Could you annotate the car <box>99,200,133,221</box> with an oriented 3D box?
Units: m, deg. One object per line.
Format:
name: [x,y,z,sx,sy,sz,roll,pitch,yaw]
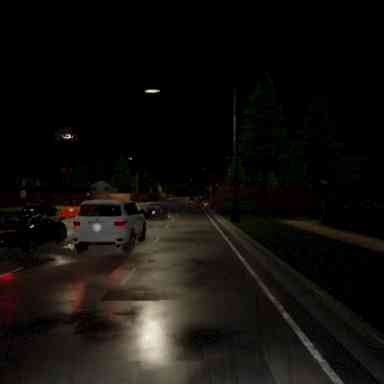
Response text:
car: [-6.899,1.613,30.713,2.097,1.767,4.553,0,0,0]

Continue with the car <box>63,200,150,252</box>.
car: [-3.400,1.346,14.590,2.150,2.045,5.566,0,0,0]

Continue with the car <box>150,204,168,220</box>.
car: [-3.399,1.832,31.539,1.994,1.385,4.181,0,0,0]

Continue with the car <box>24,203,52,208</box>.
car: [-14.129,1.769,31.082,1.837,1.490,4.892,0,0,0]

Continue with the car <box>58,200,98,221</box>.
car: [-10.399,1.613,30.722,2.097,1.767,4.553,0,0,0]

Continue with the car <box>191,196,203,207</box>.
car: [1.229,1.995,63.551,1.801,1.575,5.366,0,0,0]

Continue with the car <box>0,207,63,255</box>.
car: [-6.901,1.610,13.930,2.128,1.511,4.902,0,-1,0]
